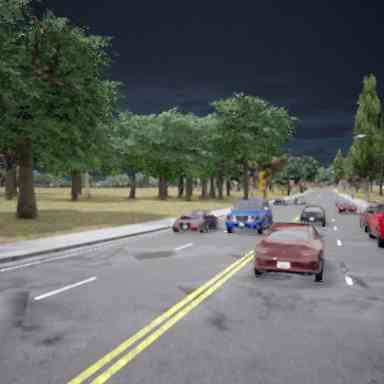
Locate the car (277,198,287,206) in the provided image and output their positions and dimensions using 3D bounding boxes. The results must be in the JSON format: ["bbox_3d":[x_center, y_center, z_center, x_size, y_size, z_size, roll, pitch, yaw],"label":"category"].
[{"bbox_3d":[15.681,1.771,59.189,1.994,1.385,4.181,0,0,23],"label":"car"}]

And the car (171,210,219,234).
[{"bbox_3d":[0.313,1.848,21.291,1.994,1.385,4.181,0,-1,22],"label":"car"}]

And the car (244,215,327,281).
[{"bbox_3d":[3.123,1.669,10.354,1.812,1.442,4.674,0,-1,22],"label":"car"}]

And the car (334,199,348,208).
[{"bbox_3d":[23.732,1.754,52.987,1.895,1.301,4.718,0,0,22],"label":"car"}]

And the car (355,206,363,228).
[{"bbox_3d":[11.925,1.586,21.141,2.097,1.767,4.553,0,0,22],"label":"car"}]

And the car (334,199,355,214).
[{"bbox_3d":[18.171,1.817,39.181,1.895,1.301,4.718,0,0,22],"label":"car"}]

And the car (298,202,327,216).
[{"bbox_3d":[9.583,1.801,26.325,1.812,1.442,4.674,0,0,22],"label":"car"}]

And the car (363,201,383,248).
[{"bbox_3d":[9.702,1.420,15.637,2.150,2.045,5.566,0,-1,22],"label":"car"}]

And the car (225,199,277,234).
[{"bbox_3d":[3.795,1.492,21.240,2.150,2.045,5.566,0,-1,22],"label":"car"}]

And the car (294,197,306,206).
[{"bbox_3d":[19.302,1.673,59.464,2.128,1.511,4.902,0,0,23],"label":"car"}]
